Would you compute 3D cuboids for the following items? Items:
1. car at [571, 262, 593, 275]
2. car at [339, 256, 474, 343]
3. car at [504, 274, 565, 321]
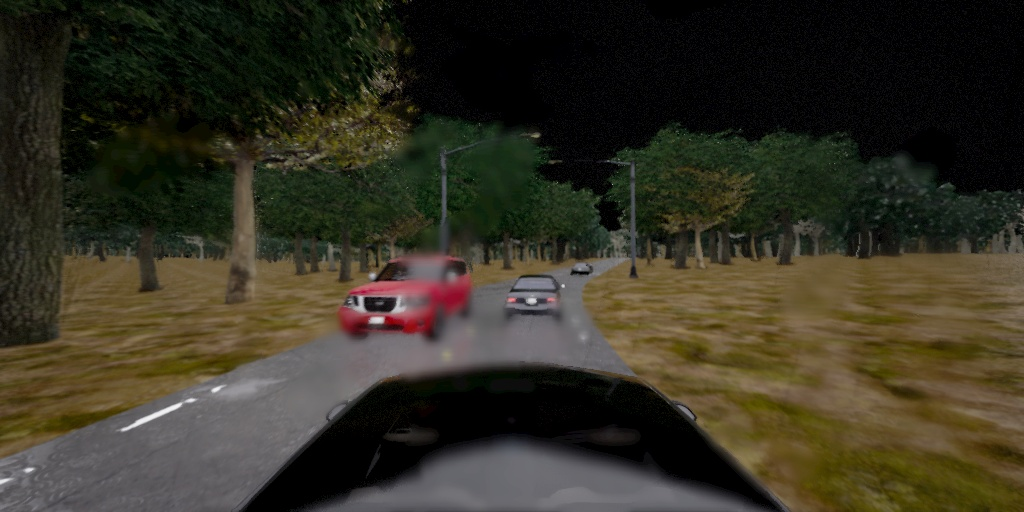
[{"bbox_3d":[7.726,1.329,39.357,1.994,1.385,4.181,0,0,19],"label":"car"},{"bbox_3d":[-2.570,1.023,10.306,2.150,2.045,5.566,0,0,6],"label":"car"},{"bbox_3d":[0.911,1.369,12.938,2.033,1.411,5.357,0,0,7],"label":"car"}]
